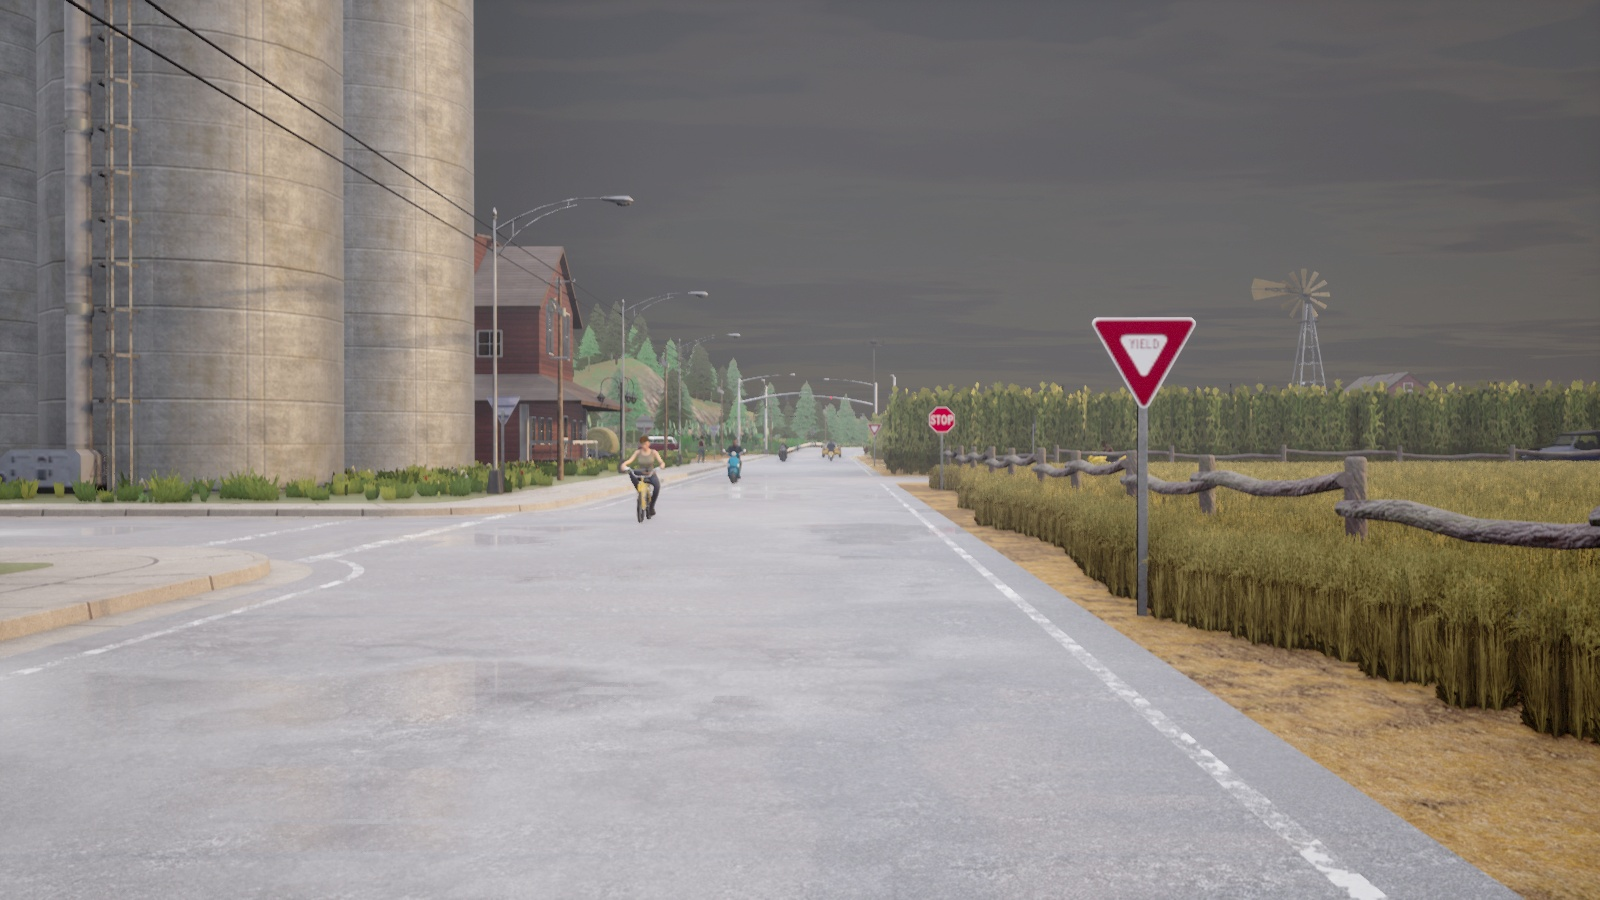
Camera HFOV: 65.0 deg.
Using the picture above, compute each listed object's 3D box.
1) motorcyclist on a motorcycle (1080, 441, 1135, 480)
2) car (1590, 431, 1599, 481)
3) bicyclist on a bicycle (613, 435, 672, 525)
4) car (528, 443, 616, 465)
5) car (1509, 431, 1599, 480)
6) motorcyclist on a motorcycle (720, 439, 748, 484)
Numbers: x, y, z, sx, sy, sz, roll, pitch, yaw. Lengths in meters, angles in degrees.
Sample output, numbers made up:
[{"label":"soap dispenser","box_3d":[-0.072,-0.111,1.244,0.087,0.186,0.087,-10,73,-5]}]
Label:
[{"label":"motorcyclist on a motorcycle","box_3d":[12.381,0.418,50.639,2.044,1.523,0.797,0,0,2]},{"label":"car","box_3d":[32.098,0.223,46.993,3.866,1.878,1.905,0,0,2]},{"label":"bicyclist on a bicycle","box_3d":[-2.903,0.533,23.347,0.866,1.612,1.509,0,0,2]},{"label":"car","box_3d":[-14.814,0.238,81.852,5.357,1.411,2.033,0,0,1]},{"label":"car","box_3d":[30.775,0.211,50.132,3.866,1.878,1.905,0,0,2]},{"label":"motorcyclist on a motorcycle","box_3d":[-2.362,0.412,45.213,0.866,1.590,1.817,0,0,1]}]
